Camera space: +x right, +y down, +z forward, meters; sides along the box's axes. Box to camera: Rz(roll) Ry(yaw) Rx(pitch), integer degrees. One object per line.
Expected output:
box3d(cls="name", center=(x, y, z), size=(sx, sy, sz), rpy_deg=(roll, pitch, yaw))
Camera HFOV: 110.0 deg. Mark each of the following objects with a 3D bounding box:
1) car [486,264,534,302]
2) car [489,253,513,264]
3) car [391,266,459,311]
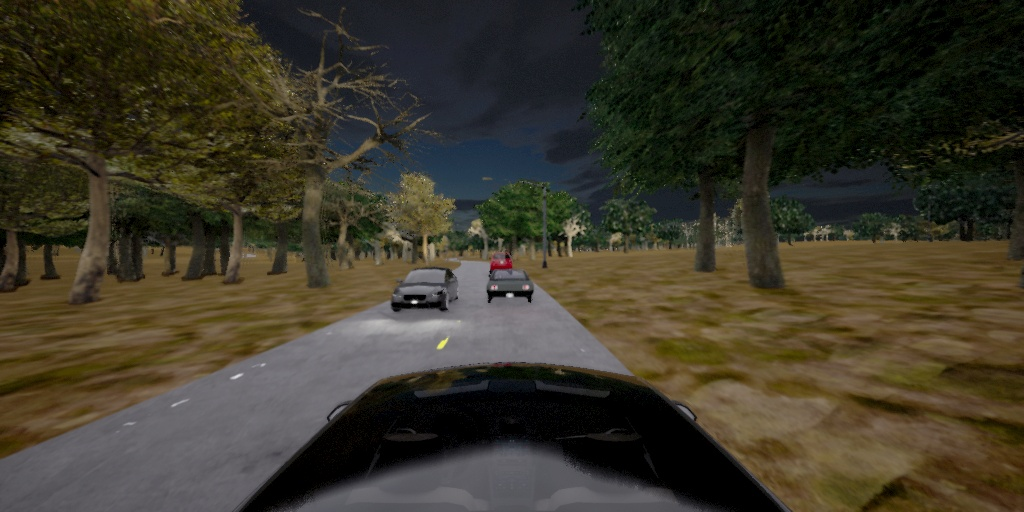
box3d(cls="car", center=(-0.132, 1.218, 16.018), size=(1.895, 1.301, 4.718), rpy_deg=(0, 0, -2))
box3d(cls="car", center=(-1.109, 0.691, 35.909), size=(2.150, 2.045, 5.566), rpy_deg=(0, 0, -4))
box3d(cls="car", center=(-3.145, 1.183, 13.766), size=(1.837, 1.490, 4.892), rpy_deg=(0, 1, -1))
